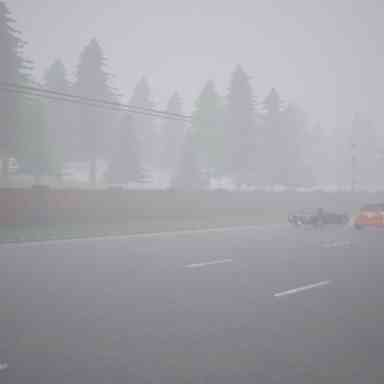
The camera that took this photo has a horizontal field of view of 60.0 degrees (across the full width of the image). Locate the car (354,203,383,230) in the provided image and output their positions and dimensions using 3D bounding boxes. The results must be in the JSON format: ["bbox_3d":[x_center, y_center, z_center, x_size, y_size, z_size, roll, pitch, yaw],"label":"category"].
[{"bbox_3d":[12.369,1.501,21.164,4.553,1.767,2.097,1,0,-35],"label":"car"}]

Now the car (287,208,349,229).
[{"bbox_3d":[8.807,1.738,22.923,4.718,1.301,1.895,0,0,-35],"label":"car"}]
